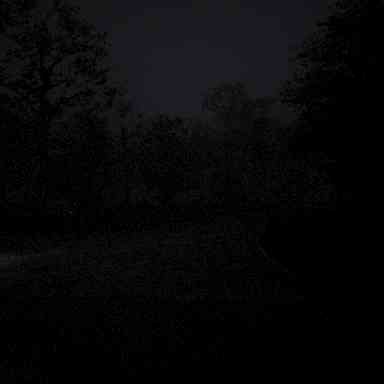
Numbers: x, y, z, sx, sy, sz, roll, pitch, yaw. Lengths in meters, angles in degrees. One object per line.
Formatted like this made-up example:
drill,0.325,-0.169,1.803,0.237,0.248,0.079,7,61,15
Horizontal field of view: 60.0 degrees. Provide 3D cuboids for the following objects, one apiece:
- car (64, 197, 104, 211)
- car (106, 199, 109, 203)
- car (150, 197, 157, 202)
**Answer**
car,-13.302,1.458,40.543,2.097,1.767,4.553,-3,-1,36
car,-20.840,1.766,74.092,5.008,1.535,1.882,-2,-1,27
car,-6.138,1.287,63.684,1.882,1.535,5.008,1,-2,-42
